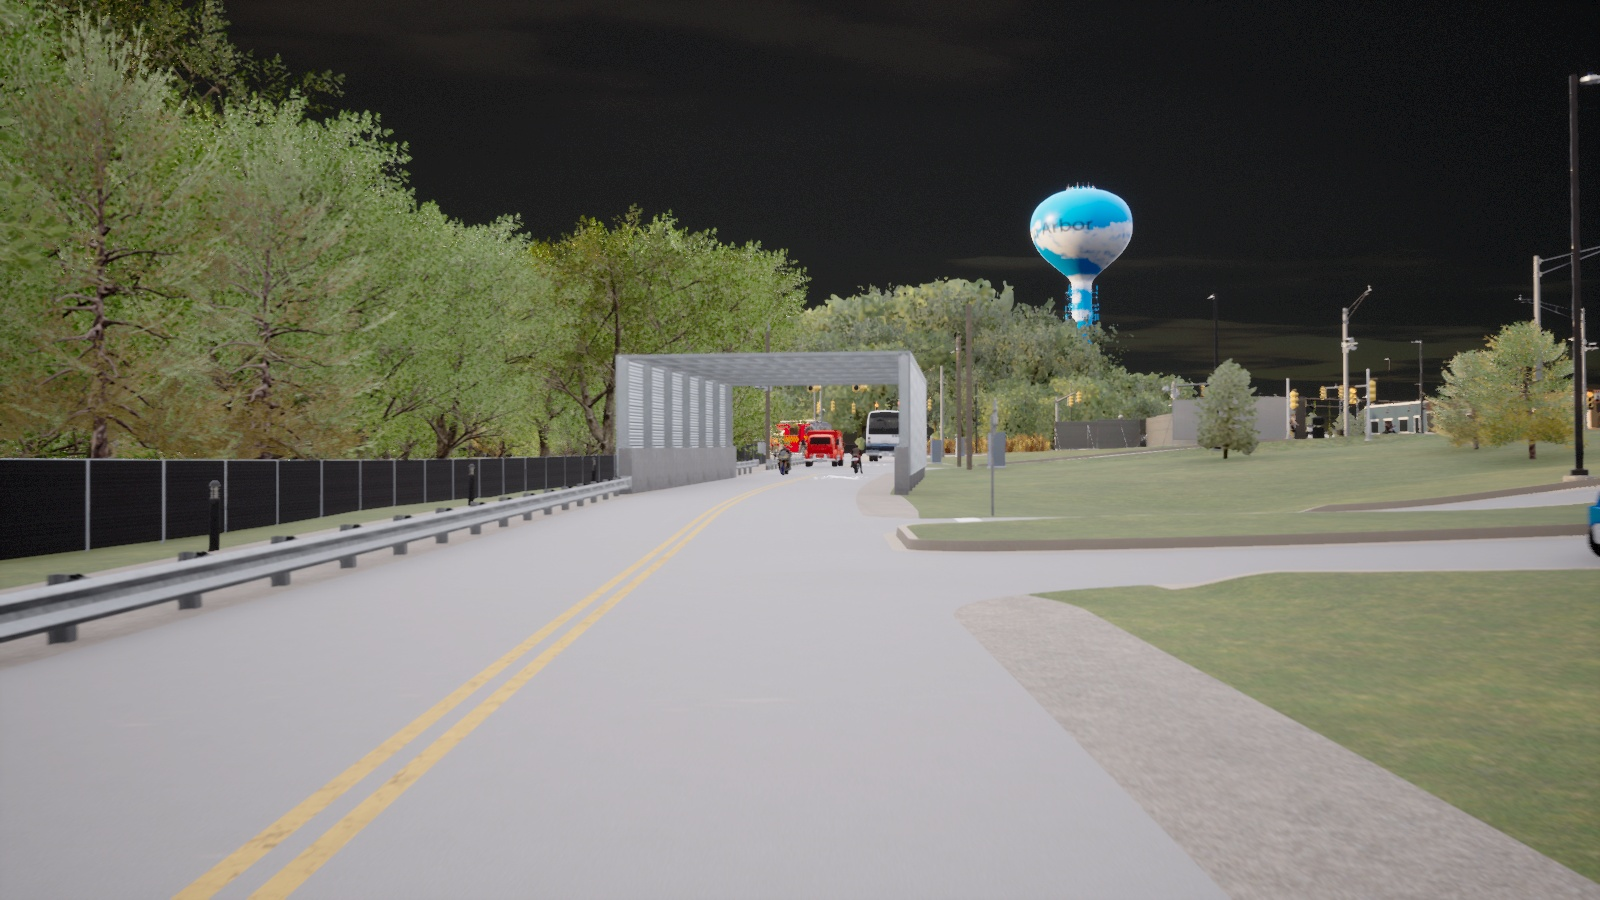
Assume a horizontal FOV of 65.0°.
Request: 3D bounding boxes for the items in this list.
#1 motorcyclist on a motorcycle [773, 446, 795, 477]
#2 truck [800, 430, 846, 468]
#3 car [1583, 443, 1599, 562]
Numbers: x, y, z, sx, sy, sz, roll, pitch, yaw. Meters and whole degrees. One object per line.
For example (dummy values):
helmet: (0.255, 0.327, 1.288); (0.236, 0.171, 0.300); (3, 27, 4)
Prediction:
motorcyclist on a motorcycle: (-0.789, 0.561, 63.589); (0.866, 1.530, 2.191); (0, 0, 6)
truck: (1.596, -0.104, 85.410); (2.627, 2.467, 5.204); (0, 1, 7)
car: (10.222, 0.559, 13.892); (2.207, 1.376, 1.481); (-4, 1, 12)
